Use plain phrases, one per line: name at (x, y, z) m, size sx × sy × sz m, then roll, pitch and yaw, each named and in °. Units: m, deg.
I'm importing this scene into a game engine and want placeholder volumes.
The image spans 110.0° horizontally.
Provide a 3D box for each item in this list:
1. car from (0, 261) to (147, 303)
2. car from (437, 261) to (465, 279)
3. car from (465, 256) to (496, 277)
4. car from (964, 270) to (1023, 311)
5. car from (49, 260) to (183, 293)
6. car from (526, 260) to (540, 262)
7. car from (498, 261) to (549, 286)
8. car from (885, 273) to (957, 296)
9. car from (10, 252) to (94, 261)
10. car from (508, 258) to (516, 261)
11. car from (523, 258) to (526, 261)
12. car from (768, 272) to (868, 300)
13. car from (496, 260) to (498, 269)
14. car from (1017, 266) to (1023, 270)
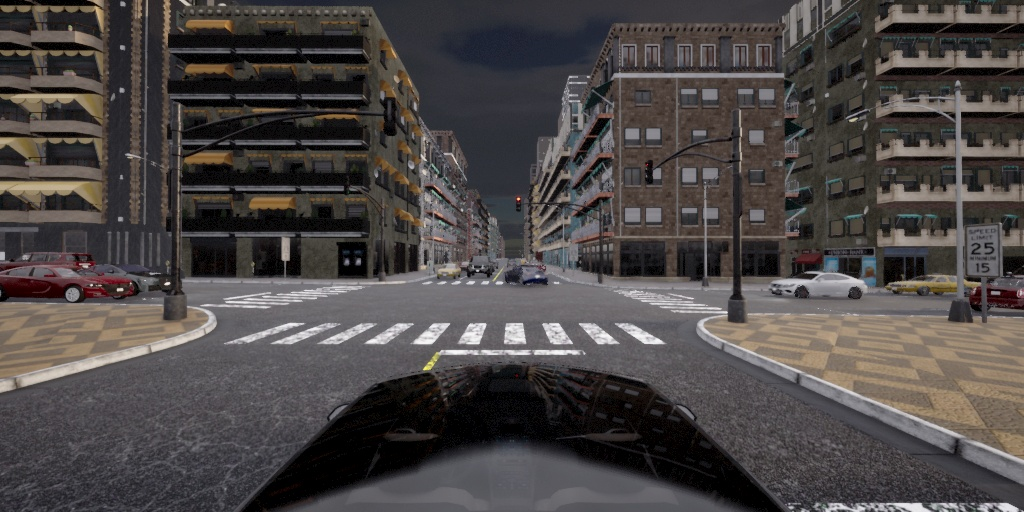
car at (-17.259, 1.012, 13.700) m, size 4.507 × 1.381 × 1.888 m, roll 0°, pitch 0°, yaw 0°
car at (-5.681, 1.282, 32.669) m, size 1.751 × 1.417 × 4.829 m, roll 0°, pitch 0°, yaw 0°
car at (-3.091, 0.979, 35.247) m, size 2.150 × 2.045 × 5.566 m, roll 0°, pitch 0°, yaw 0°
car at (20.838, 1.500, 14.011) m, size 4.097 × 1.591 × 1.967 m, roll 0°, pitch 0°, yaw 0°
car at (-17.674, 1.049, 16.290) m, size 4.181 × 1.385 × 1.994 m, roll 1°, pitch -1°, yaw -1°
car at (2.701, 1.303, 38.346) m, size 1.888 × 1.381 × 4.507 m, roll 0°, pitch 0°, yaw 0°
car at (0.914, 1.318, 25.465) m, size 1.994 × 1.385 × 4.181 m, roll 0°, pitch 0°, yaw -24°
car at (26.252, 1.754, 22.364) m, size 4.829 × 1.417 × 1.751 m, roll 0°, pitch 0°, yaw 0°
car at (-28.641, 0.686, 21.998) m, size 5.009 × 1.841 × 2.192 m, roll 0°, pitch 0°, yaw 0°
car at (0.018, 1.259, 63.775) m, size 2.128 × 1.511 × 4.902 m, roll 0°, pitch 0°, yaw 0°
car at (2.703, 1.200, 43.870) m, size 1.967 × 1.591 × 4.097 m, roll 0°, pitch 0°, yaw 0°
car at (16.773, 1.579, 19.747) m, size 4.674 × 1.442 × 1.812 m, roll 1°, pitch -1°, yaw -1°
car at (-3.086, 1.266, 45.471) m, size 1.837 × 1.490 × 4.892 m, roll 0°, pitch 0°, yaw 0°
car at (29.883, 1.473, 19.858) m, size 5.566 × 2.045 × 2.150 m, roll 0°, pitch -1°, yaw -2°
